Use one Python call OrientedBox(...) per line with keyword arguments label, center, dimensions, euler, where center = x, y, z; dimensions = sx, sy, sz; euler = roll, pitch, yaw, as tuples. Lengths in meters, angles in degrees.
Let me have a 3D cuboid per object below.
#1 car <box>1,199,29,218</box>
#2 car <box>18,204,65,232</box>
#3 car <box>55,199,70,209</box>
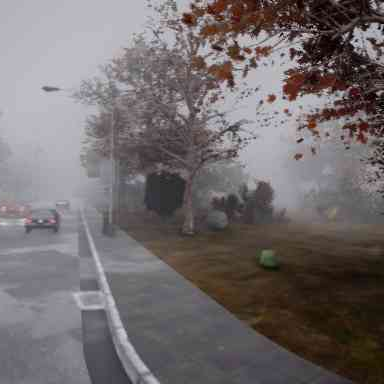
OrientedBox(label="car", center=(-16.774, 1.518, 31.891), dimensions=(2.097, 1.767, 4.553), euler=(2, -1, -19))
OrientedBox(label="car", center=(-9.534, 1.753, 21.483), dimensions=(2.033, 1.411, 5.357), euler=(2, -1, -19))
OrientedBox(label="car", center=(-19.596, 1.752, 50.384), dimensions=(2.128, 1.511, 4.902), euler=(2, 0, -19))
